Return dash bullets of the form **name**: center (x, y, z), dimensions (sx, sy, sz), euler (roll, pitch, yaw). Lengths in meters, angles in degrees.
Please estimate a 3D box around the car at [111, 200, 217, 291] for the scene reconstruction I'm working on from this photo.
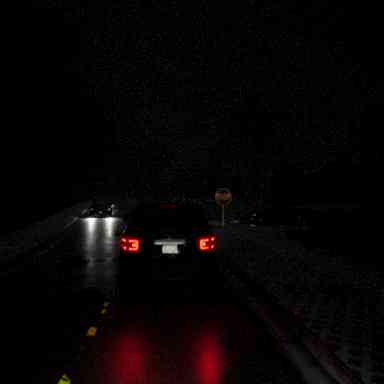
- **car**: center (-0.754, 1.219, 9.222), dimensions (2.150, 2.045, 5.566), euler (0, 0, -7)

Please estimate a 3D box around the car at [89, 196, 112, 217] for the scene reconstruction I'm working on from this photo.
- **car**: center (-8.073, 1.398, 29.605), dimensions (1.812, 1.442, 4.674), euler (1, 0, -14)

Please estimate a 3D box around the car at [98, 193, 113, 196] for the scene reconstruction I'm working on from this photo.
- **car**: center (-11.004, 1.276, 41.411), dimensions (1.882, 1.535, 5.008), euler (1, 0, -14)

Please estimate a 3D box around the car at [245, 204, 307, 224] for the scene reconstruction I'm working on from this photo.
- **car**: center (6.557, 1.677, 25.733), dimensions (5.008, 1.535, 1.882), euler (1, -3, -12)
